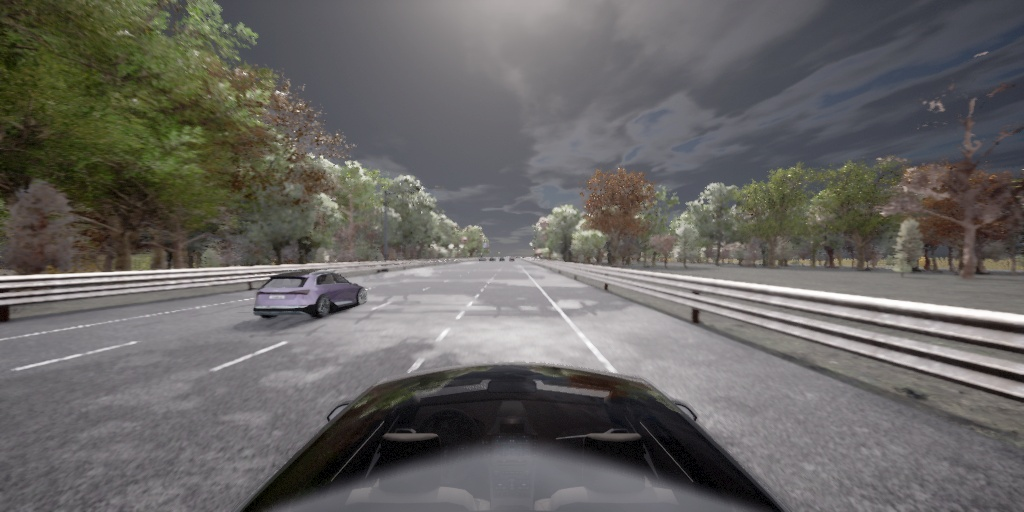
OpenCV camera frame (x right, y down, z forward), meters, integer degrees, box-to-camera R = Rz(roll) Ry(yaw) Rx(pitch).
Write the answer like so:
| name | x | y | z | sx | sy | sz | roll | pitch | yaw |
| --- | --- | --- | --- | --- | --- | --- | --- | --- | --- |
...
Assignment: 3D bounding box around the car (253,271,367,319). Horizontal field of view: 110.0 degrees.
| name | x | y | z | sx | sy | sz | roll | pitch | yaw |
| --- | --- | --- | --- | --- | --- | --- | --- | --- | --- |
| car | -6.993 | 1.321 | 12.930 | 2.033 | 1.649 | 4.856 | 0 | -1 | 0 |
